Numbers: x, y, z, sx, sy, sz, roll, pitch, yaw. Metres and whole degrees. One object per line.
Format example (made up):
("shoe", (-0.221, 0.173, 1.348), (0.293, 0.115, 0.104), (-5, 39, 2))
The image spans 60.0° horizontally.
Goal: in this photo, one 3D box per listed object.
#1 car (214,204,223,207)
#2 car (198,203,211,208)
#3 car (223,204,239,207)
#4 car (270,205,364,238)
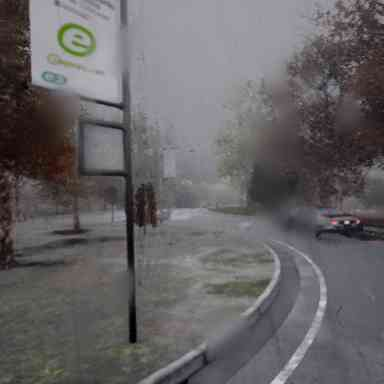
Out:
("car", (6.914, 3.771, 83.976), (1.882, 1.535, 5.008), (-2, -5, 16))
("car", (2.702, 2.873, 69.181), (1.994, 1.385, 4.181), (-2, -5, 16))
("car", (9.358, 3.684, 79.764), (1.895, 1.301, 4.718), (-2, -5, 16))
("car", (5.978, 1.373, 16.697), (2.033, 1.411, 5.357), (-2, 0, -16))
